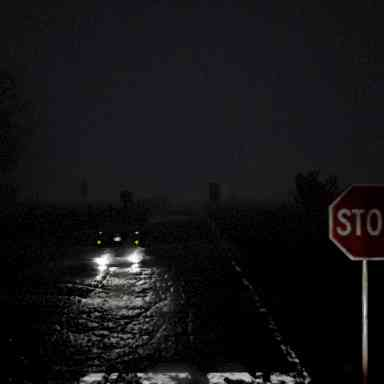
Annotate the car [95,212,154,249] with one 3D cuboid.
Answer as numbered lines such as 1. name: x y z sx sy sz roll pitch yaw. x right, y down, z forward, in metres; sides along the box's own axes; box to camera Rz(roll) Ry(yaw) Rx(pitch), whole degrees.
1. car: -2.804 1.583 14.505 1.994 1.385 4.181 0 0 0
